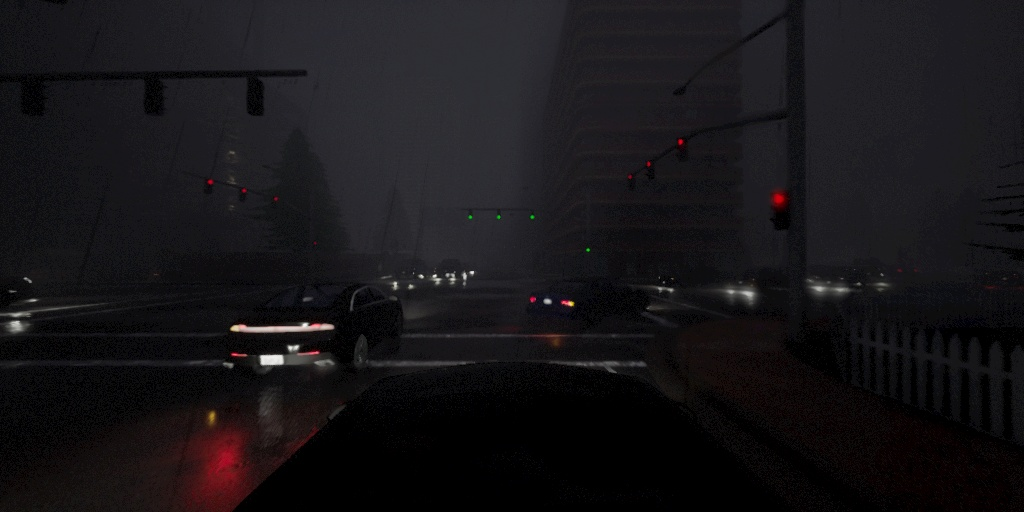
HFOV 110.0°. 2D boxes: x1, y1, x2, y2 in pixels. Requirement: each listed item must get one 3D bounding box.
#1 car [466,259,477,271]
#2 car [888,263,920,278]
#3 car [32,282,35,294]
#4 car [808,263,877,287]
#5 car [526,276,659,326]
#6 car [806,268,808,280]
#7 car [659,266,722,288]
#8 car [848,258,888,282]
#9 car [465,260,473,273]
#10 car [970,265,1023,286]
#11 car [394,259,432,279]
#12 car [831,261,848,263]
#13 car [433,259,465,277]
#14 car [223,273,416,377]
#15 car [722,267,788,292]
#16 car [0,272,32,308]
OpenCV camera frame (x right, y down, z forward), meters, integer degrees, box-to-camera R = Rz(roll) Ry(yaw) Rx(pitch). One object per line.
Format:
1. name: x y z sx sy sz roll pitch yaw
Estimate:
1. car: -7.005 1.762 61.182 2.128 1.511 4.902 0 -1 1
2. car: 41.361 1.565 38.465 2.033 1.411 5.357 0 -1 30
3. car: -25.742 1.179 16.866 4.553 1.767 2.097 0 -1 0
4. car: 24.340 1.458 26.357 5.357 1.411 2.033 0 -1 -31
5. car: 2.786 1.369 12.172 2.033 1.411 5.357 -1 -1 44
6. car: 22.025 1.535 29.067 4.718 1.301 1.895 0 -1 -30
7. car: 13.127 1.451 25.496 5.357 1.411 2.033 0 -1 -13
8. car: 32.324 1.188 32.693 2.150 2.045 5.566 0 -1 43
9. car: -7.074 1.687 51.019 1.837 1.490 4.892 0 -1 0
10. car: 37.374 1.448 27.646 1.812 1.442 4.674 0 -1 45
11. car: -10.568 1.290 38.049 2.150 2.045 5.566 0 -1 2
12. car: 38.527 1.517 40.993 1.882 1.535 5.008 0 -1 29
13. car: -7.099 1.317 41.211 2.150 2.045 5.566 0 -1 0
14. car: -3.630 1.293 7.544 2.128 1.511 4.902 0 0 -5
15. car: 15.863 1.442 22.673 4.181 1.385 1.994 0 -1 -20
16. car: -21.732 1.301 13.392 4.892 1.490 1.837 0 -1 -1
